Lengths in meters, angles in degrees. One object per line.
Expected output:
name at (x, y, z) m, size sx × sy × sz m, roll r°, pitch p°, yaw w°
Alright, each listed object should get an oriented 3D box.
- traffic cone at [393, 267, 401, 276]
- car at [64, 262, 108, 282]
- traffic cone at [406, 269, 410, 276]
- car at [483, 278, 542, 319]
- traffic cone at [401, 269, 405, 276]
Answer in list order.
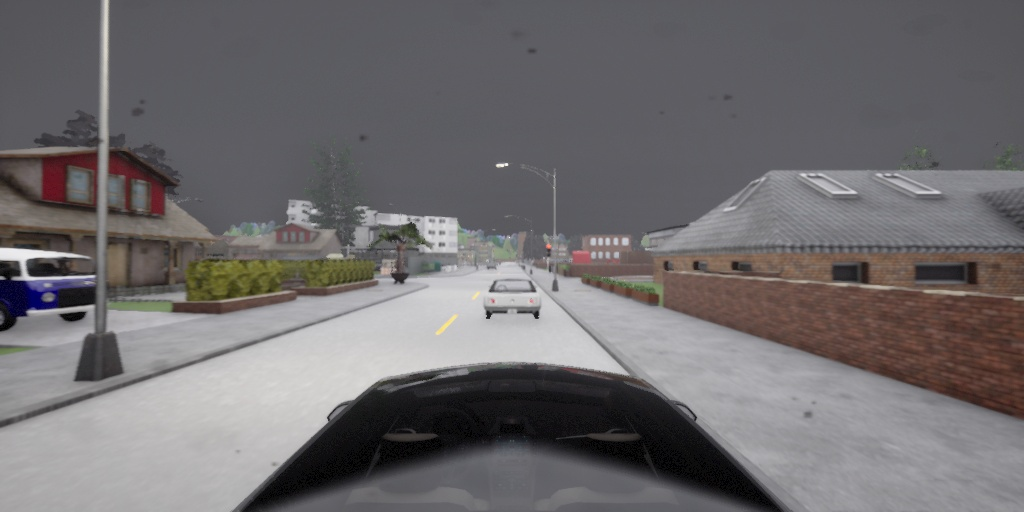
traffic cone at (-15.759, 2.101, 49.070) m, size 0.344 × 0.586 × 0.344 m, roll 0°, pitch 0°, yaw 0°
car at (-43.217, 1.650, 37.799) m, size 4.902 × 1.511 × 2.128 m, roll 0°, pitch -1°, yaw 0°
traffic cone at (-14.399, 2.140, 50.680) m, size 0.344 × 0.586 × 0.344 m, roll 0°, pitch 0°, yaw 0°
car at (0.034, 1.486, 13.535) m, size 1.895 × 1.301 × 4.718 m, roll 0°, pitch -1°, yaw 1°
traffic cone at (-15.398, 2.104, 49.640) m, size 0.344 × 0.586 × 0.344 m, roll 0°, pitch 0°, yaw 0°
